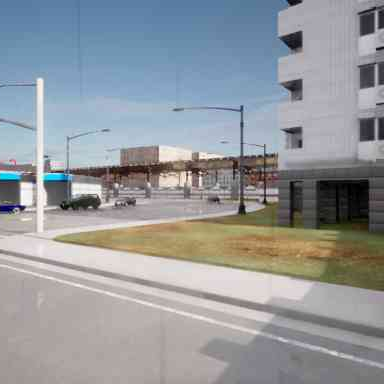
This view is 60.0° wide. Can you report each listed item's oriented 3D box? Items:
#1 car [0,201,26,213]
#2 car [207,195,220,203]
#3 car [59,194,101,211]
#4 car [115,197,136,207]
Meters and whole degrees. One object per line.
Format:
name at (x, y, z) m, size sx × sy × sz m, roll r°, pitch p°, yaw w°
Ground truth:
car at (-19.678, 1.599, 33.896) m, size 1.895 × 1.301 × 4.718 m, roll 0°, pitch 0°, yaw 37°
car at (4.434, 1.501, 69.669) m, size 1.837 × 1.490 × 4.892 m, roll 0°, pitch 0°, yaw -12°
car at (-14.042, 1.220, 42.216) m, size 2.150 × 2.045 × 5.566 m, roll 0°, pitch 0°, yaw 29°
car at (-10.277, 1.490, 51.629) m, size 2.128 × 1.511 × 4.902 m, roll 0°, pitch 0°, yaw 14°
